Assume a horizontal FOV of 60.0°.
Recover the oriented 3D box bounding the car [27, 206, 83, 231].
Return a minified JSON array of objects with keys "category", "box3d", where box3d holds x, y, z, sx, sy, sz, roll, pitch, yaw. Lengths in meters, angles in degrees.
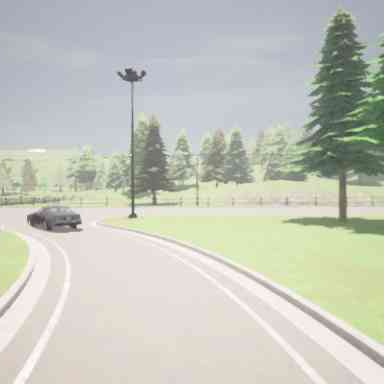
[{"category":"car","box3d":[-8.798,1.575,21.094,2.033,1.411,5.357,-1,0,-42]}]
